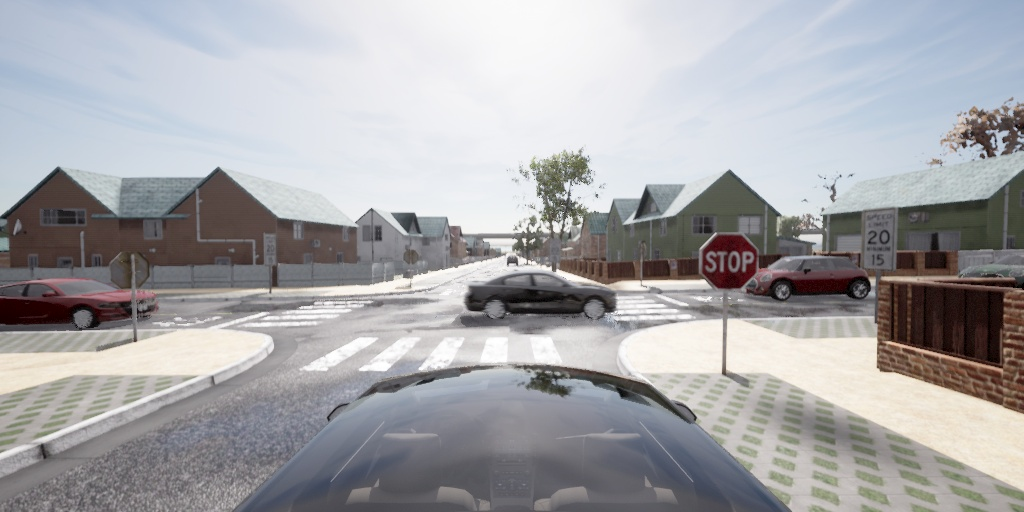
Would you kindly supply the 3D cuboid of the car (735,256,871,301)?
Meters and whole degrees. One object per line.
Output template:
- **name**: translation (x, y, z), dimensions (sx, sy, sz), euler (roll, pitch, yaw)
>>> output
- **car**: translation (11.830, 0.809, 14.852), dimensions (4.553, 1.767, 2.097), euler (-1, 2, 0)

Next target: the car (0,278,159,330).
- **car**: translation (-14.639, 1.481, 11.768), dimensions (5.008, 1.535, 1.882), euler (-1, 2, 0)

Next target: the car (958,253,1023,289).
- **car**: translation (21.725, 0.634, 14.908), dimensions (4.553, 1.767, 2.097), euler (-1, 2, 0)

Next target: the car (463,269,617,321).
- **car**: translation (0.916, 1.209, 11.884), dimensions (5.008, 1.535, 1.882), euler (0, 0, 0)
